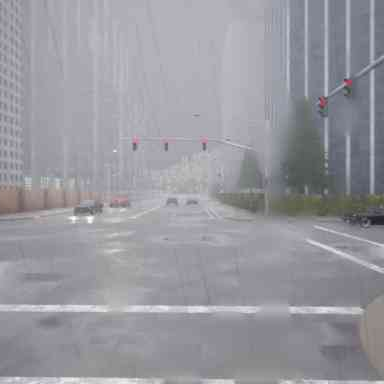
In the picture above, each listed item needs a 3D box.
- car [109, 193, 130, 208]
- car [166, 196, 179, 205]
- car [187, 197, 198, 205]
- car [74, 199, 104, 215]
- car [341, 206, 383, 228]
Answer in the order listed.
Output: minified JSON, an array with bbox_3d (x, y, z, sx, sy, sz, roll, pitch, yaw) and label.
[{"bbox_3d":[-10.530,1.213,48.959,2.150,2.045,5.566,0,1,0],"label":"car"},{"bbox_3d":[-3.443,1.505,58.385,1.837,1.490,4.892,0,0,0],"label":"car"},{"bbox_3d":[0.057,1.601,58.411,1.895,1.301,4.718,0,0,0],"label":"car"},{"bbox_3d":[-10.565,1.478,34.319,1.882,1.535,5.008,0,0,0],"label":"car"},{"bbox_3d":[12.151,1.545,21.203,4.718,1.301,1.895,0,0,0],"label":"car"}]
